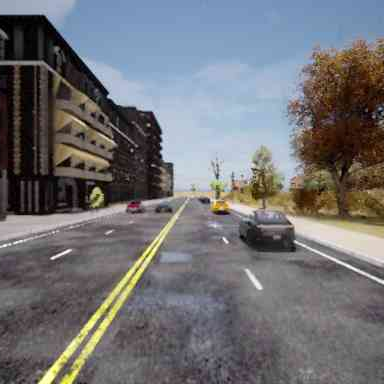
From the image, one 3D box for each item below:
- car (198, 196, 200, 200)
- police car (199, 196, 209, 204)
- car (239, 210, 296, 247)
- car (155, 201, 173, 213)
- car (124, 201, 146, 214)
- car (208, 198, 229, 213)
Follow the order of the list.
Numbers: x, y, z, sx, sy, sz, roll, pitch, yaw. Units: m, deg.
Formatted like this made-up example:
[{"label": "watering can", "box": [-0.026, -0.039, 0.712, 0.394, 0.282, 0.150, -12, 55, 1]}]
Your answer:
[{"label": "car", "box": [3.231, 2.060, 85.993, 1.837, 1.490, 4.892, 0, 0, 0]}, {"label": "police car", "box": [3.234, 1.910, 75.103, 1.930, 1.638, 5.238, 0, 0, 0]}, {"label": "car", "box": [3.347, 1.591, 15.505, 2.128, 1.511, 4.902, 0, 0, 0]}, {"label": "car", "box": [-3.329, 1.821, 40.198, 1.994, 1.385, 4.181, 0, 0, 0]}, {"label": "car", "box": [-6.584, 1.778, 39.331, 1.812, 1.442, 4.674, 0, 0, 0]}, {"label": "car", "box": [3.342, 1.734, 40.011, 1.882, 1.535, 5.008, 0, 0, 0]}]
